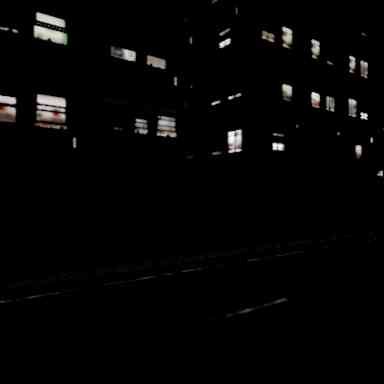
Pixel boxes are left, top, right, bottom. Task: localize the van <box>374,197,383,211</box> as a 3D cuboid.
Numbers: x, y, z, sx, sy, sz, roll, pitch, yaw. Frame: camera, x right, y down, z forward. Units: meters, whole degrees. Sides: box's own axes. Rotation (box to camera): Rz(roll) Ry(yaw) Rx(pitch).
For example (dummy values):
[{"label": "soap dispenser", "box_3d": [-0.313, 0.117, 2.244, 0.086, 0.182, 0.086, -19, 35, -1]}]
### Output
[{"label": "van", "box_3d": [24.008, 1.597, 44.616, 1.690, 1.788, 3.998, -1, 0, -36]}]
